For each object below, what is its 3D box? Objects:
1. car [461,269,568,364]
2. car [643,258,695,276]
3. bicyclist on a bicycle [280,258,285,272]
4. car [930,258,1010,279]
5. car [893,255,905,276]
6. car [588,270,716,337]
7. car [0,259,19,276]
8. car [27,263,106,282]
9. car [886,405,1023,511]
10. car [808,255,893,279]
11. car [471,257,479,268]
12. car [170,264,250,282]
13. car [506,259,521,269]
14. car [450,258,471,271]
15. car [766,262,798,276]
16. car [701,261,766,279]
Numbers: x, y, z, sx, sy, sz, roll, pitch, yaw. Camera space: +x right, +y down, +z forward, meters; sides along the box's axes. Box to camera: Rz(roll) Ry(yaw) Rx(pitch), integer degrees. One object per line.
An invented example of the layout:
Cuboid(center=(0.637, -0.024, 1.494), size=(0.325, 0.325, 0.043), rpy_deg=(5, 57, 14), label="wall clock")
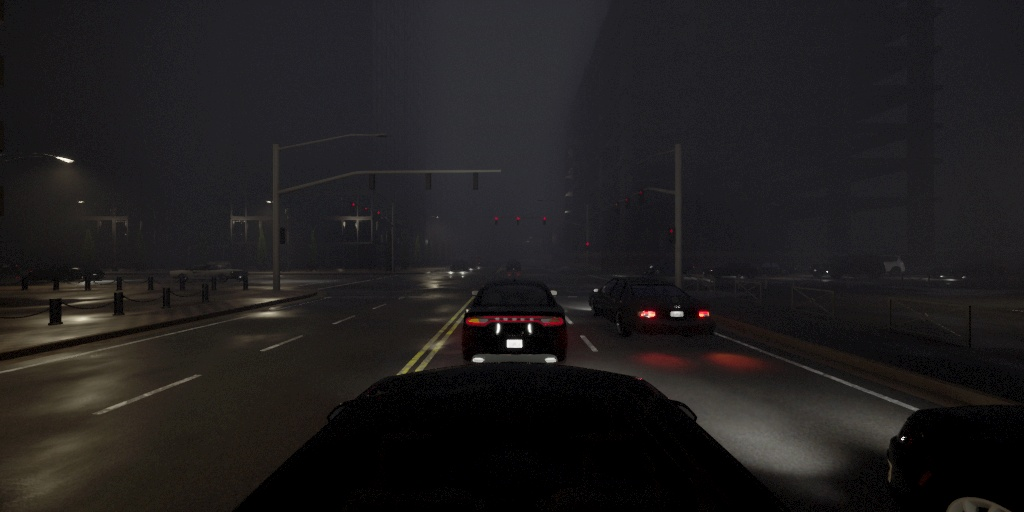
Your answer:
Cuboid(center=(0.056, 1.228, 8.118), size=(1.882, 1.535, 5.008), rpy_deg=(0, 0, 0), label="car")
Cuboid(center=(15.237, 1.047, 35.022), size=(4.553, 1.767, 2.097), rpy_deg=(0, 0, 0), label="car")
Cuboid(center=(-25.400, 0.995, 39.334), size=(0.582, 1.620, 1.656), rpy_deg=(0, 0, 0), label="bicyclist on a bicycle")
Cuboid(center=(39.918, 1.172, 31.561), size=(5.008, 1.535, 1.882), rpy_deg=(0, 0, 0), label="car")
Cuboid(center=(34.896, 0.916, 35.060), size=(5.566, 2.045, 2.150), rpy_deg=(0, 0, 0), label="car")
Cuboid(center=(3.573, 1.297, 10.241), size=(2.033, 1.411, 5.357), rpy_deg=(0, 0, 0), label="car")
Cuboid(center=(-51.170, 1.047, 34.787), size=(4.553, 1.767, 2.097), rpy_deg=(0, 0, 1), label="car")
Cuboid(center=(-33.939, 1.258, 27.422), size=(4.181, 1.385, 1.994), rpy_deg=(0, 0, 0), label="car")
Cuboid(center=(3.600, 1.255, 0.504), size=(1.837, 1.490, 4.892), rpy_deg=(0, 0, 0), label="car")
Cuboid(center=(29.426, 0.916, 31.546), size=(5.566, 2.045, 2.150), rpy_deg=(0, 0, 0), label="car")
Cuboid(center=(-7.069, 1.297, 59.020), size=(2.033, 1.411, 5.357), rpy_deg=(0, 0, 0), label="car")
Cuboid(center=(-22.943, 1.295, 27.370), size=(4.718, 1.301, 1.895), rpy_deg=(0, 0, 0), label="car")
Cuboid(center=(0.172, 1.351, 48.312), size=(1.895, 1.301, 4.718), rpy_deg=(0, 0, -1), label="car")
Cuboid(center=(-7.084, 1.228, 48.507), size=(1.882, 1.535, 5.008), rpy_deg=(0, 0, 0), label="car")
Cuboid(center=(24.705, 1.242, 35.032), size=(5.357, 1.411, 2.033), rpy_deg=(0, 0, 0), label="car")
Cuboid(center=(19.161, 1.220, 31.493), size=(4.674, 1.442, 1.812), rpy_deg=(0, 0, 0), label="car")
